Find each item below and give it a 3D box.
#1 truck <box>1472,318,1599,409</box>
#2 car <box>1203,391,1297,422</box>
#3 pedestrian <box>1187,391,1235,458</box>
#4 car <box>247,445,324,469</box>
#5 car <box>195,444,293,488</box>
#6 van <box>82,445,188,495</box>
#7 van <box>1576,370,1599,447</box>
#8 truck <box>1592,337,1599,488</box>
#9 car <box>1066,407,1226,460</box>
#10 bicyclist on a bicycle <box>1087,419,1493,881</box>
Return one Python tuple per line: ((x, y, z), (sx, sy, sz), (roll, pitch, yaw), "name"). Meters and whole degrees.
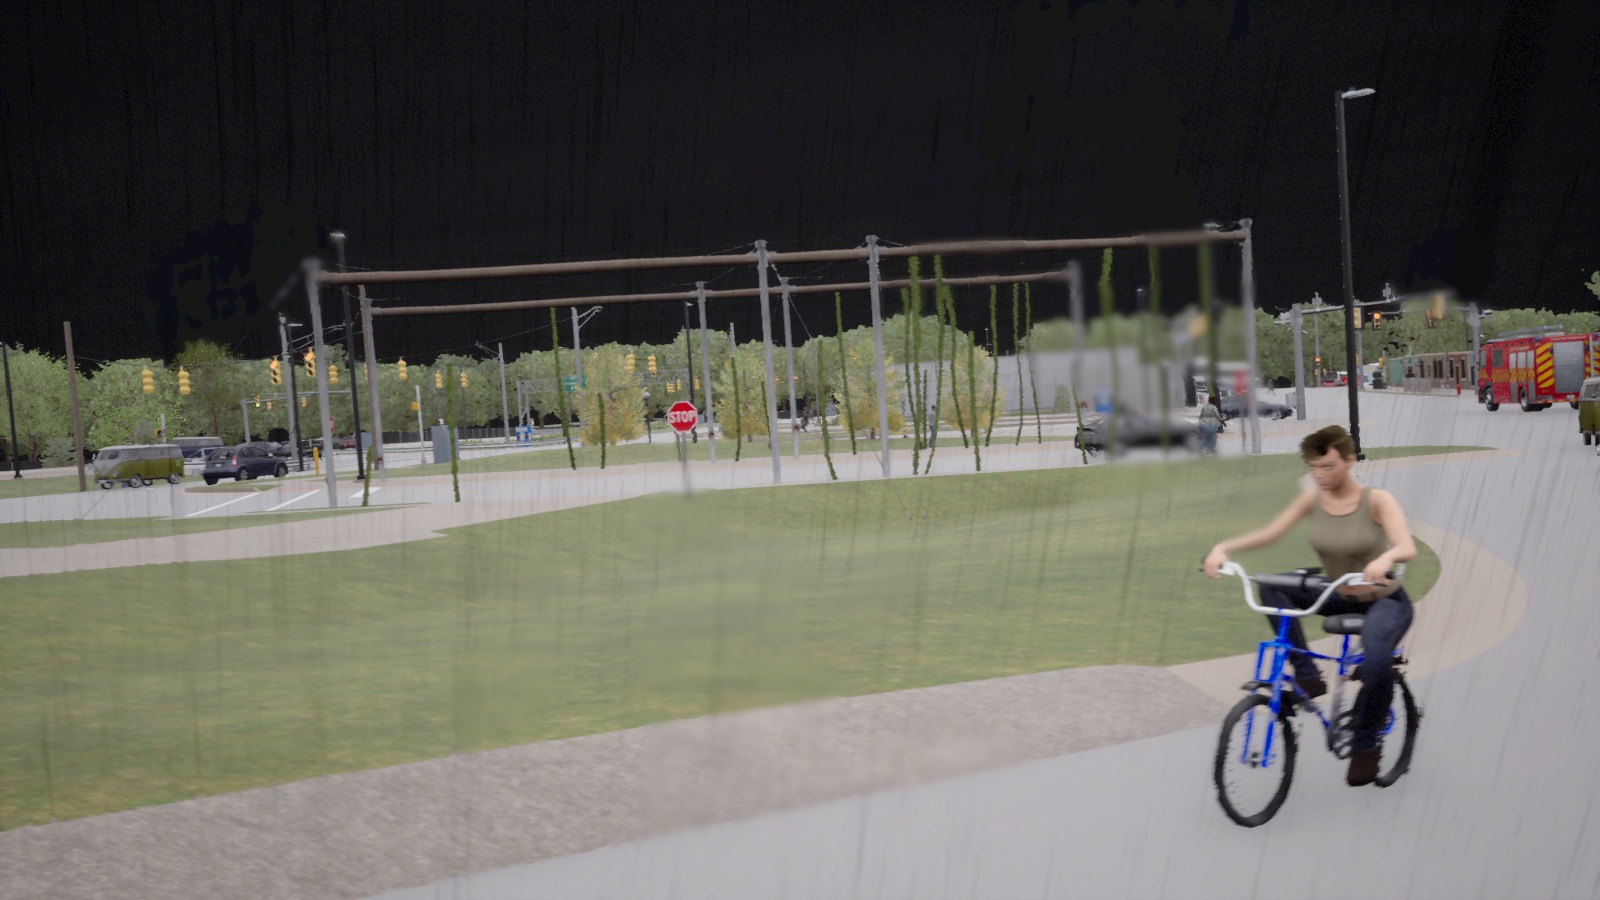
((34.755, -3.953, 59.412), (2.891, 3.827, 8.468), (-4, 1, 12), "truck")
((25.896, -2.500, 72.236), (4.792, 1.488, 2.163), (-2, 3, 28), "car")
((12.005, -0.755, 36.685), (0.900, 1.855, 0.874), (-5, 3, -13), "pedestrian")
((-35.599, 0.476, 86.894), (4.718, 1.301, 1.895), (-3, 2, 15), "car")
((-24.432, 0.686, 55.317), (1.851, 1.617, 3.988), (-4, 1, 12), "car")
((-30.901, 0.901, 58.496), (1.775, 1.987, 4.442), (-4, 1, 12), "van")
((22.509, -1.177, 34.332), (1.775, 1.987, 4.442), (-2, 1, 27), "van")
((15.536, -0.791, 22.114), (2.627, 2.467, 5.204), (-2, 3, 32), "truck")
((12.026, -0.618, 43.795), (4.902, 1.511, 2.128), (-3, 3, -11), "car")
((2.036, 0.697, 5.183), (1.509, 1.612, 0.866), (-1, 0, -36), "bicyclist on a bicycle")
